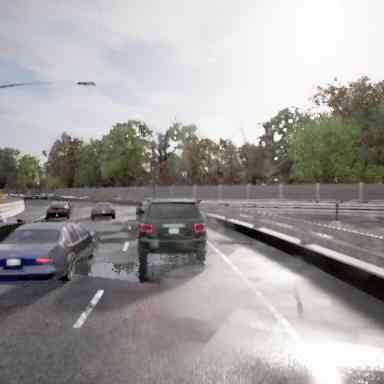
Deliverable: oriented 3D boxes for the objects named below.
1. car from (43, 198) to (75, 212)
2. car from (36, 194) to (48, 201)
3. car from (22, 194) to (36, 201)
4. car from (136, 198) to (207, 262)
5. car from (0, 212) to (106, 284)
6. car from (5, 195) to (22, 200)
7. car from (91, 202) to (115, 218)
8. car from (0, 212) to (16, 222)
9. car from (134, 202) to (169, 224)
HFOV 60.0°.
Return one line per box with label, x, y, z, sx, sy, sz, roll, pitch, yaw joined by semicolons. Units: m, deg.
car;-11.111;1.511;28.095;1.837;1.490;4.892;0;0;-16
car;-38.451;1.402;84.410;4.892;1.490;1.837;0;0;39
car;-41.157;1.254;82.050;4.553;1.767;2.097;0;0;39
car;-0.813;1.211;12.287;2.150;2.045;5.566;0;0;-6
car;-4.050;1.550;9.630;2.033;1.411;5.357;0;0;-5
car;-43.477;1.436;79.428;4.902;1.511;2.128;0;0;39
car;-7.835;1.557;29.318;1.994;1.385;4.181;0;0;-16
car;-7.970;1.503;12.963;2.128;1.511;4.902;0;0;-7
car;-3.274;1.530;25.798;2.033;1.411;5.357;0;0;-14
